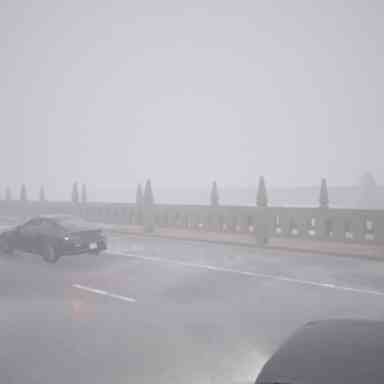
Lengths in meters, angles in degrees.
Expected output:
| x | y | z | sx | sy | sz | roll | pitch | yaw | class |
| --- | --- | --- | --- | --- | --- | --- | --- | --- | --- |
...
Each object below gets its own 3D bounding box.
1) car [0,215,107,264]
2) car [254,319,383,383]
| x | y | z | sx | sy | sz | roll | pitch | yaw | class |
| --- | --- | --- | --- | --- | --- | --- | --- | --- | --- |
| -4.996 | 1.535 | 11.855 | 4.674 | 1.442 | 1.812 | 0 | 0 | 36 | car |
| 3.012 | 1.546 | 1.847 | 5.357 | 1.411 | 2.033 | 0 | 0 | 36 | car |
